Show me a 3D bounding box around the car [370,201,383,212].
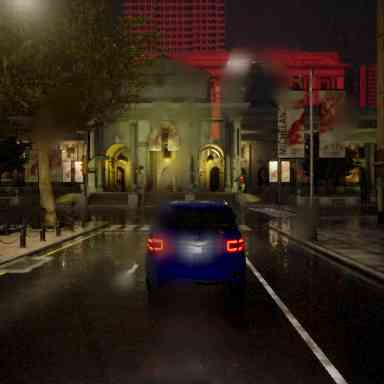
[{"bbox_3d":[22.269,1.547,35.994,5.357,1.411,2.033,0,0,1],"label":"car"}]

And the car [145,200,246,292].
[{"bbox_3d":[0.100,1.221,9.089,2.150,2.045,5.566,0,0,1],"label":"car"}]
